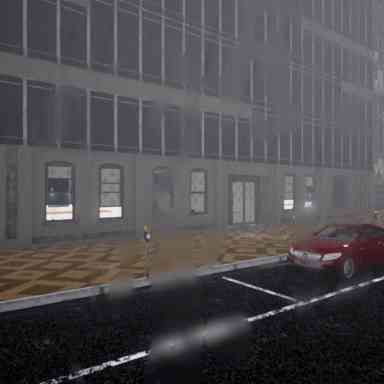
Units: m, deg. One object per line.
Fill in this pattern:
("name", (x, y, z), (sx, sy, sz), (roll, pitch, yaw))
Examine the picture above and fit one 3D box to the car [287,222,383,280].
("car", (4.639, 1.582, 9.892), (4.206, 1.307, 1.802), (0, 0, -36))
